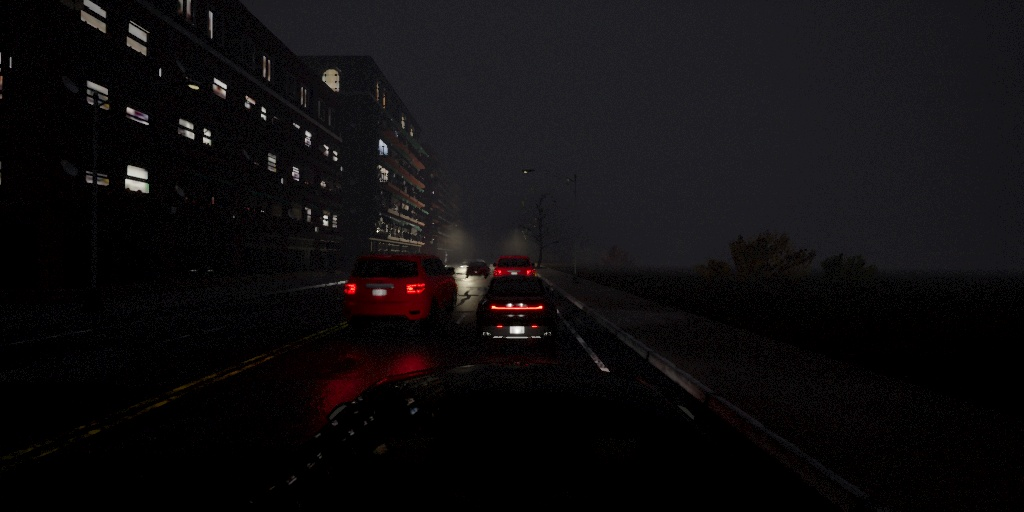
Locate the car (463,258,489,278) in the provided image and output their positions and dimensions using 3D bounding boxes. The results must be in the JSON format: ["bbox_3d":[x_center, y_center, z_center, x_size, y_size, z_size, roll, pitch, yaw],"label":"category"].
[{"bbox_3d":[-3.138,1.231,33.645,1.882,1.535,5.008,0,0,0],"label":"car"}]

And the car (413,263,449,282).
[{"bbox_3d":[-6.588,1.318,29.561,1.994,1.385,4.181,0,0,0],"label":"car"}]

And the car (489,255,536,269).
[{"bbox_3d":[0.108,0.975,20.064,2.150,2.045,5.566,0,0,0],"label":"car"}]

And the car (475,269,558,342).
[{"bbox_3d":[0.105,1.256,9.717,1.837,1.490,4.892,0,0,0],"label":"car"}]

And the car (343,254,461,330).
[{"bbox_3d":[-3.145,0.971,11.196,2.150,2.045,5.566,0,0,0],"label":"car"}]
